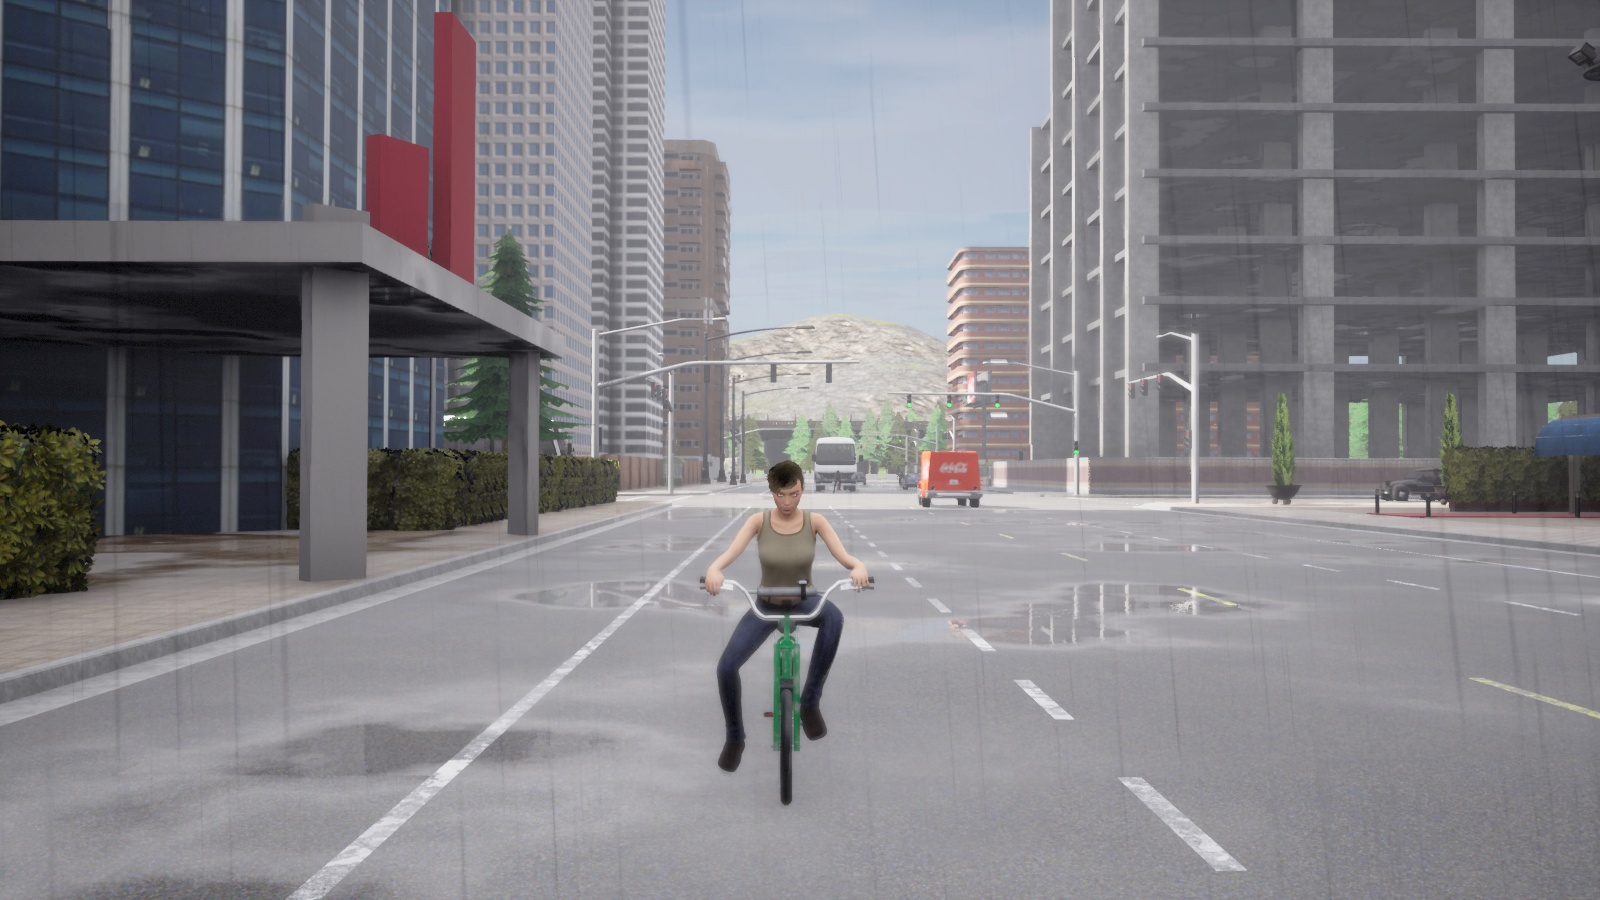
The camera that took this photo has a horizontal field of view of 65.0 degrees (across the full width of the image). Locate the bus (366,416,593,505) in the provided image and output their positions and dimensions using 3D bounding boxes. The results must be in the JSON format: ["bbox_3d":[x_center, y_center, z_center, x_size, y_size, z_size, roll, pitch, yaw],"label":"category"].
[{"bbox_3d":[-15.772,0.549,62.540,10.273,4.253,3.944,0,-1,0],"label":"bus"}]

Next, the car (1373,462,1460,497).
[{"bbox_3d":[34.127,1.639,69.563,3.866,1.878,1.905,0,-1,0],"label":"car"}]

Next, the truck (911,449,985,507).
[{"bbox_3d":[6.558,1.245,56.310,2.627,2.467,5.204,0,-1,-1],"label":"truck"}]

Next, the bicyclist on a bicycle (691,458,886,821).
[{"bbox_3d":[-0.061,0.858,6.372,0.866,1.612,1.509,0,-1,-1],"label":"bicyclist on a bicycle"}]
